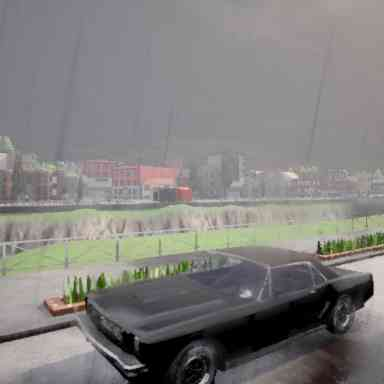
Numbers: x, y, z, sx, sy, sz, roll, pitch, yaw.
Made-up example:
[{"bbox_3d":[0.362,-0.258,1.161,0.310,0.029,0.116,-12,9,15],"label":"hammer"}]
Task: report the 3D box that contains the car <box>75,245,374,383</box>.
[{"bbox_3d":[0.769,1.602,5.163,4.718,1.301,1.895,0,0,-36],"label":"car"}]
